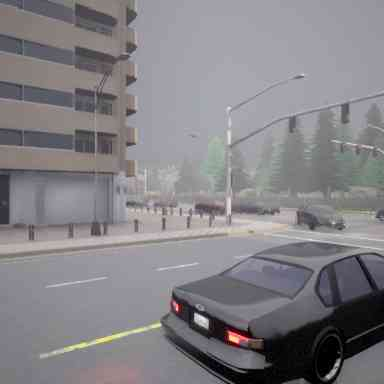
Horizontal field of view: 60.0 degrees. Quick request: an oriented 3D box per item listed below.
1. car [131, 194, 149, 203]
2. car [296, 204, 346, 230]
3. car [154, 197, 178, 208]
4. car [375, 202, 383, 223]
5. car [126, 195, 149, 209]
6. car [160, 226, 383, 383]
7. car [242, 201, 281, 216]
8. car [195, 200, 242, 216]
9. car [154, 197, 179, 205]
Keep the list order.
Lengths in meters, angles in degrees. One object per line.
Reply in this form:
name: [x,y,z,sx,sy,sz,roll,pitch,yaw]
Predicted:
car: [-10.952,1.408,69.855,2.097,1.767,4.553,0,0,-36]
car: [7.908,1.513,20.763,1.837,1.490,4.892,2,-1,2]
car: [-3.762,1.619,47.595,1.994,1.385,4.181,0,0,-36]
car: [15.841,1.379,24.042,4.553,1.767,2.097,0,0,30]
car: [-7.992,1.533,47.485,1.882,1.535,5.008,0,0,-36]
car: [2.162,1.547,5.320,5.357,1.411,2.033,0,0,-35]
car: [6.346,1.603,33.542,2.033,1.411,5.357,0,0,-36]
car: [2.289,1.533,33.186,1.882,1.535,5.008,0,0,-36]
car: [-4.743,1.603,61.283,2.033,1.411,5.357,0,0,-36]
